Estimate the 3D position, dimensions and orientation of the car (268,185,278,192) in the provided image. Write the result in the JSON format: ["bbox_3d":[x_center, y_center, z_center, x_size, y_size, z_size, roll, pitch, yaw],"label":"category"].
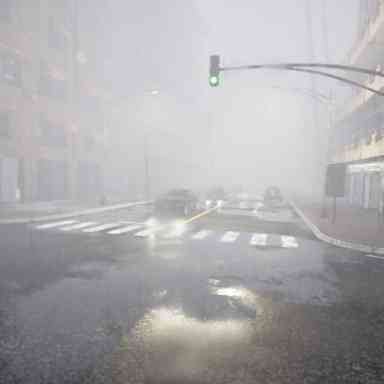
[{"bbox_3d":[16.576,-0.764,68.204,1.887,1.381,4.507,2,2,14],"label":"car"}]

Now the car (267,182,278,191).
[{"bbox_3d":[17.917,-1.176,73.702,2.192,1.841,5.009,2,2,14],"label":"car"}]

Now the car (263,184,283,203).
[{"bbox_3d":[8.556,0.228,35.152,1.967,1.590,4.097,2,2,14],"label":"car"}]

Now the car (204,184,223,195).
[{"bbox_3d":[3.130,-0.384,48.164,1.947,1.339,4.313,2,2,14],"label":"car"}]

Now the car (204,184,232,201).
[{"bbox_3d":[2.793,0.118,35.834,1.994,1.385,4.181,3,2,14],"label":"car"}]

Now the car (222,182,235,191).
[{"bbox_3d":[7.143,-1.058,64.683,1.967,1.590,4.097,2,2,14],"label":"car"}]

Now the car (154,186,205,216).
[{"bbox_3d":[-0.820,0.526,20.965,1.882,1.535,5.008,3,3,13],"label":"car"}]

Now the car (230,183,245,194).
[{"bbox_3d":[7.428,-0.510,54.568,1.837,1.490,4.892,3,2,14],"label":"car"}]

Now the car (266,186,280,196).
[{"bbox_3d":[12.564,-0.195,51.681,1.947,1.339,4.313,2,2,14],"label":"car"}]

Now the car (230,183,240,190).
[{"bbox_3d":[9.802,-1.319,75.706,1.887,1.381,4.507,2,2,14],"label":"car"}]

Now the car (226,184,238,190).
[{"bbox_3d":[8.477,-1.099,70.196,1.802,1.307,4.206,2,2,14],"label":"car"}]

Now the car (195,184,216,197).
[{"bbox_3d":[1.754,-0.236,42.489,1.752,1.417,4.829,2,2,14],"label":"car"}]

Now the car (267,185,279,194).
[{"bbox_3d":[13.902,-0.393,57.188,2.008,1.369,4.403,2,2,14],"label":"car"}]

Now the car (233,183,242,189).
[{"bbox_3d":[11.110,-1.466,81.222,1.802,1.307,4.206,2,2,14],"label":"car"}]

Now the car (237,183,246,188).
[{"bbox_3d":[13.793,-1.868,92.234,1.887,1.381,4.507,2,2,14],"label":"car"}]
